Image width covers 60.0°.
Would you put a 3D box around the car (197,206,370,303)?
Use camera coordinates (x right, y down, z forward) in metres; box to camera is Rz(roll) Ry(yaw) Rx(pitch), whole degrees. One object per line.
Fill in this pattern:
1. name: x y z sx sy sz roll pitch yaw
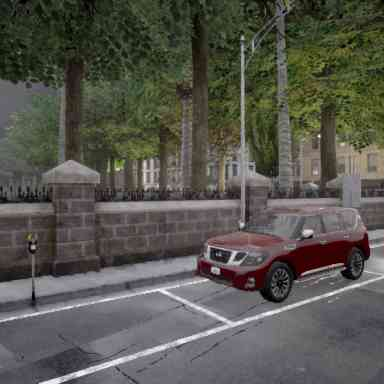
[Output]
1. car: 2.523 1.314 8.391 5.009 1.841 2.192 0 0 -36
